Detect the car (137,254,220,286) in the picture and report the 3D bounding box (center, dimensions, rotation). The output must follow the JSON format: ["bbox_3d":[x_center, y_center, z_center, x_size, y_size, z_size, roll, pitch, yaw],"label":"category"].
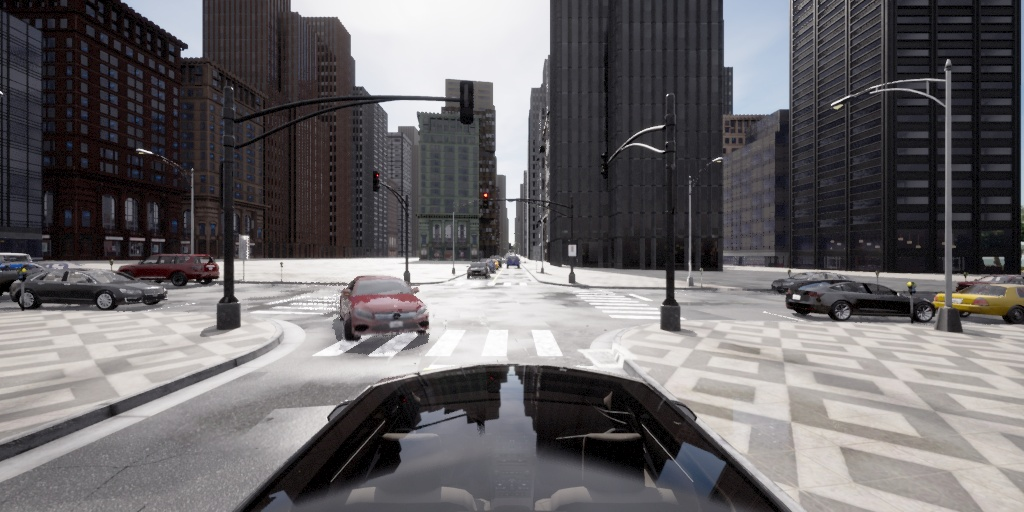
[{"bbox_3d":[-20.197,0.799,21.164,5.009,1.841,2.192,0,0,0],"label":"car"}]

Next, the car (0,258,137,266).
[{"bbox_3d":[-19.768,0.986,15.396,4.902,1.511,2.128,1,0,0],"label":"car"}]

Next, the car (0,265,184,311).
[{"bbox_3d":[-14.764,1.116,12.629,4.403,1.370,2.007,0,0,0],"label":"car"}]

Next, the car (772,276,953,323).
[{"bbox_3d":[12.143,1.524,12.678,4.313,1.339,1.948,0,0,0],"label":"car"}]

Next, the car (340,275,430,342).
[{"bbox_3d":[-3.727,1.272,10.093,1.812,1.442,4.674,2,-1,-29],"label":"car"}]

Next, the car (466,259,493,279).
[{"bbox_3d":[-3.052,1.255,33.224,1.837,1.490,4.892,0,0,0],"label":"car"}]

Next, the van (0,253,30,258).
[{"bbox_3d":[-31.116,0.680,21.183,3.998,1.789,1.690,0,0,0],"label":"van"}]

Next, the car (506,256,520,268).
[{"bbox_3d":[0.188,0.975,60.465,2.150,2.045,5.566,0,0,0],"label":"car"}]

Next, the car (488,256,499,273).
[{"bbox_3d":[-3.035,1.102,42.277,2.097,1.767,4.553,0,0,0],"label":"car"}]

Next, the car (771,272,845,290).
[{"bbox_3d":[17.809,1.591,21.193,4.403,1.370,2.007,0,0,0],"label":"car"}]

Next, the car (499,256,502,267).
[{"bbox_3d":[-2.949,0.973,63.177,2.150,2.045,5.566,0,0,1],"label":"car"}]

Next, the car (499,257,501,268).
[{"bbox_3d":[-3.013,1.228,52.476,1.882,1.535,5.008,0,0,0],"label":"car"}]

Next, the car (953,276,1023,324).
[{"bbox_3d":[17.956,1.571,12.668,4.829,1.417,1.751,0,0,0],"label":"car"}]

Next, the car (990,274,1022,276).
[{"bbox_3d":[29.095,1.766,21.174,4.507,1.381,1.888,0,0,0],"label":"car"}]
